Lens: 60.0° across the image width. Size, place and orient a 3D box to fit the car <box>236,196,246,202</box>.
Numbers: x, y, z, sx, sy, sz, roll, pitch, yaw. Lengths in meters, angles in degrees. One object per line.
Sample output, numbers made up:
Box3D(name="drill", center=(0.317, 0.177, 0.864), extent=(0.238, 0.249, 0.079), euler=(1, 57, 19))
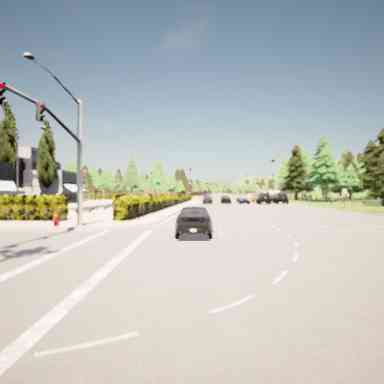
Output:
Box3D(name="car", center=(10.637, 1.506, 72.541), extent=(1.895, 1.301, 4.718), euler=(0, 0, 4))

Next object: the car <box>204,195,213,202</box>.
Box3D(name="car", center=(3.652, 1.459, 72.996), extent=(2.033, 1.411, 5.357), euler=(0, 0, 4))

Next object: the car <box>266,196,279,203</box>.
Box3D(name="car", center=(17.718, 1.572, 73.461), extent=(1.837, 1.490, 4.892), euler=(0, 0, 4))

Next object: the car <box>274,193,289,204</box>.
Box3D(name="car", center=(17.062, 1.282, 64.021), extent=(2.150, 2.045, 5.566), euler=(0, 0, 4))

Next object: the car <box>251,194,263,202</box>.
Box3D(name="car", center=(14.124, 1.262, 72.238), extent=(2.097, 1.767, 4.553), euler=(0, 0, 4))

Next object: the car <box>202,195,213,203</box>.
Box3D(name="car", center=(2.987, 1.567, 63.432), extent=(2.128, 1.511, 4.902), euler=(0, 0, 4))

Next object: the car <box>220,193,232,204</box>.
Box3D(name="car", center=(6.508, 1.550, 63.605), extent=(1.882, 1.535, 5.008), euler=(0, 0, 4))

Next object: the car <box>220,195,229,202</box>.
Box3D(name="car", center=(7.143, 1.393, 72.753), extent=(1.882, 1.535, 5.008), euler=(0, 0, 4))

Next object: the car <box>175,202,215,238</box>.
Box3D(name="car", center=(0.137, 1.527, 17.818), extent=(1.837, 1.490, 4.892), euler=(0, 0, 2))

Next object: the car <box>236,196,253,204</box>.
Box3D(name="car", center=(10.031, 1.669, 63.808), extent=(1.895, 1.301, 4.718), euler=(0, 0, 4))

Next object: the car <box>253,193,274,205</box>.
Box3D(name="car", center=(13.464, 1.285, 62.734), extent=(2.150, 2.045, 5.566), euler=(0, 0, 4))
